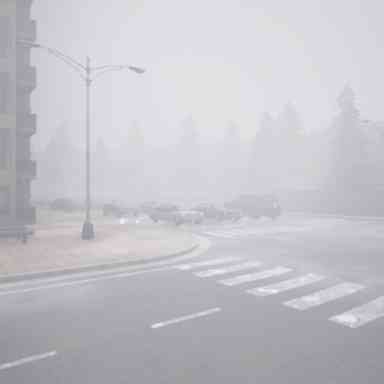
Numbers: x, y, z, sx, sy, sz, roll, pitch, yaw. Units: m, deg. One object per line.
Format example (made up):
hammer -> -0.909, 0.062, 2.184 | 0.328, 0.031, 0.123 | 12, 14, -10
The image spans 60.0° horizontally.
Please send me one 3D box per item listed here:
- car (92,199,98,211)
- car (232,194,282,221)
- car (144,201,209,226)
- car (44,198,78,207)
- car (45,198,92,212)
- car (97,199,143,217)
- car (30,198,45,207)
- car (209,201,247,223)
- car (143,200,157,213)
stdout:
car -> -11.807, 1.517, 40.281 | 4.181, 1.385, 1.994 | 0, 0, 33
car -> 4.699, 1.177, 27.078 | 2.150, 2.045, 5.566 | 0, 0, -34
car -> -1.189, 1.552, 23.099 | 1.895, 1.301, 4.718 | 0, 0, -36
car -> -20.294, 1.554, 51.681 | 4.718, 1.301, 1.895 | 0, 0, 13
car -> -14.016, 1.457, 37.667 | 4.892, 1.490, 1.837 | 0, 0, 32
car -> -6.662, 1.477, 30.452 | 1.812, 1.442, 4.674 | 0, 0, -38
car -> -22.248, 1.552, 48.511 | 4.718, 1.301, 1.895 | 0, 0, 11
car -> 1.609, 1.554, 25.191 | 1.895, 1.301, 4.718 | 0, 0, -36
car -> -3.667, 1.517, 32.197 | 1.994, 1.385, 4.181 | 0, 0, -39
